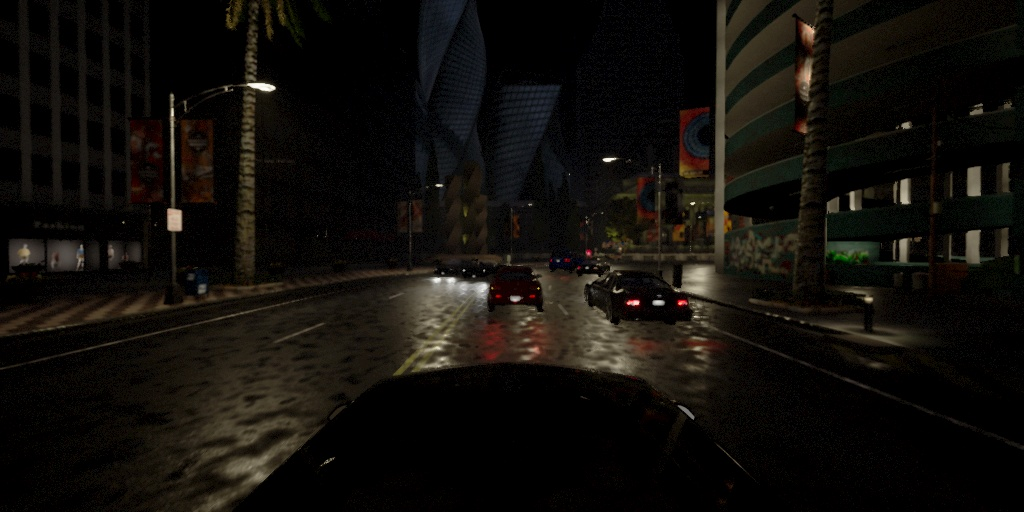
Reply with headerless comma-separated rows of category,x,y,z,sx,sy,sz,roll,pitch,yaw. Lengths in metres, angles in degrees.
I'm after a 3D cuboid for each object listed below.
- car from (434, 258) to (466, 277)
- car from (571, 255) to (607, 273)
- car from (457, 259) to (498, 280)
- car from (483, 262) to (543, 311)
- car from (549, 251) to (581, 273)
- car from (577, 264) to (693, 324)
car,-4.381,0.896,29.757,2.033,1.411,5.357,0,1,19
car,6.659,0.909,28.905,2.033,1.411,5.357,0,1,25
car,-1.937,1.007,25.782,1.895,1.301,4.718,0,1,16
car,0.146,1.109,13.326,1.812,1.442,4.674,0,1,1
car,5.399,0.512,33.848,2.150,2.045,5.566,0,1,30
car,3.621,1.160,11.318,2.033,1.411,5.357,0,1,0
